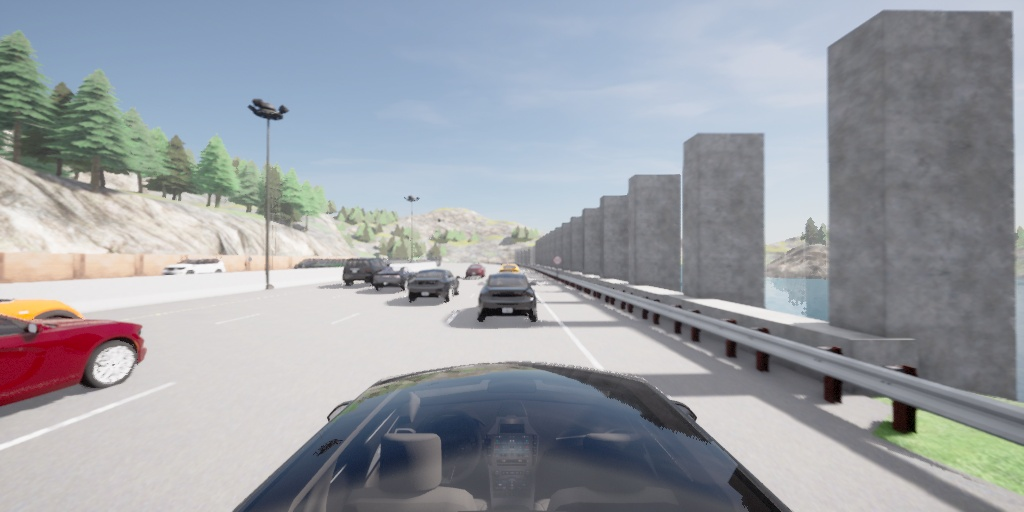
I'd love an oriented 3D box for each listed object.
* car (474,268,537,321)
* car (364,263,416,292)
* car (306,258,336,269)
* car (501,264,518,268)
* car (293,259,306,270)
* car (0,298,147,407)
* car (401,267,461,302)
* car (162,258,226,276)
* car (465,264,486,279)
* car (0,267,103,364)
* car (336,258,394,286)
[{"bbox_3d":[-0.170,1.345,12.831,1.837,1.490,4.892,0,0,-1],"label":"car"},{"bbox_3d":[-7.254,1.405,22.999,2.128,1.511,4.902,0,0,0],"label":"car"},{"bbox_3d":[-21.377,1.273,42.335,2.150,2.045,5.566,0,-1,0],"label":"car"},{"bbox_3d":[-0.232,1.479,32.969,1.882,1.535,5.008,0,0,0],"label":"car"},{"bbox_3d":[-28.381,1.326,50.656,2.150,2.045,5.566,0,0,0],"label":"car"},{"bbox_3d":[-7.008,1.236,3.889,1.882,1.535,5.008,0,0,-1],"label":"car"},{"bbox_3d":[-3.729,1.380,17.736,1.837,1.490,4.892,0,0,-1],"label":"car"},{"bbox_3d":[-31.900,1.210,36.216,2.150,2.045,5.566,0,-1,1],"label":"car"},{"bbox_3d":[-3.711,1.557,37.203,1.812,1.442,4.674,0,0,0],"label":"car"},{"bbox_3d":[-10.549,1.123,6.066,2.097,1.767,4.553,0,0,-1],"label":"car"},{"bbox_3d":[-10.753,1.164,27.174,2.150,2.045,5.566,0,0,0],"label":"car"}]
